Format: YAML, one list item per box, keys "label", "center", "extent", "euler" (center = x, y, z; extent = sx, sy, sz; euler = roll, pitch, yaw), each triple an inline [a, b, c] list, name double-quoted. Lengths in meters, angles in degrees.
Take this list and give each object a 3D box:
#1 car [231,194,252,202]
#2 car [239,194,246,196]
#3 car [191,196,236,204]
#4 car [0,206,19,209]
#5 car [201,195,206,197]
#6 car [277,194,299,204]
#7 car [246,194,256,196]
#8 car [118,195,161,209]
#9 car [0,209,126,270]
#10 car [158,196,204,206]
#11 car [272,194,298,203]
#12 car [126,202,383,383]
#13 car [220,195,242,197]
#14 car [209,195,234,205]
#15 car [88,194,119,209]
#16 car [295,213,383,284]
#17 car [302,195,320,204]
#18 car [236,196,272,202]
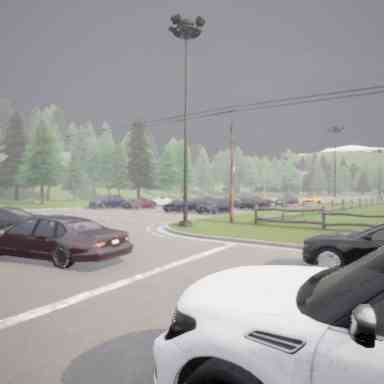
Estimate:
- label: "car"
  center: [10.008, 1.218, 66.712]
  extent: [2.128, 1.511, 4.902]
  euler: [1, 0, 36]
- label: "car"
  center: [10.898, 1.234, 62.001]
  extent: [1.882, 1.535, 5.008]
  euler: [1, 0, 36]
- label: "car"
  center: [2.165, 1.412, 32.297]
  extent: [1.994, 1.385, 4.181]
  euler: [1, 0, 36]
- label: "car"
  center: [-9.166, 1.380, 15.194]
  extent: [4.674, 1.442, 1.812]
  euler: [0, 0, 4]
- label: "car"
  center: [1.813, 1.271, 55.556]
  extent: [2.033, 1.411, 5.357]
  euler: [1, 0, 36]
- label: "car"
  center: [16.916, 1.172, 58.426]
  extent: [2.097, 1.767, 4.553]
  euler: [1, 0, 37]
- label: "car"
  center: [10.204, 1.419, 49.296]
  extent: [1.895, 1.301, 4.718]
  euler: [1, 0, 36]
- label: "car"
  center: [-6.065, 1.318, 38.837]
  extent: [1.994, 1.385, 4.181]
  euler: [1, 0, 36]
- label: "car"
  center: [-4.504, 1.460, 10.610]
  extent: [5.357, 1.411, 2.033]
  euler: [1, 0, 24]
- label: "car"
  center: [-0.962, 1.418, 33.942]
  extent: [1.895, 1.301, 4.718]
  euler: [1, 0, 33]
- label: "car"
  center: [13.440, 1.341, 47.787]
  extent: [2.128, 1.511, 4.902]
  euler: [1, 0, 36]
- label: "car"
  center: [2.298, 1.227, 2.347]
  extent: [5.566, 2.045, 2.150]
  euler: [1, 0, 35]
- label: "car"
  center: [4.214, 1.381, 41.082]
  extent: [1.994, 1.385, 4.181]
  euler: [1, 0, 36]
- label: "car"
  center: [4.823, 1.281, 53.775]
  extent: [1.812, 1.442, 4.674]
  euler: [1, 0, 36]
- label: "car"
  center: [-9.990, 1.074, 39.335]
  extent: [2.097, 1.767, 4.553]
  euler: [1, 0, 35]
- label: "car"
  center: [5.488, 1.474, 8.664]
  extent: [5.008, 1.535, 1.882]
  euler: [0, 0, 35]
- label: "car"
  center: [20.599, 1.329, 57.540]
  extent: [1.882, 1.535, 5.008]
  euler: [1, 1, 37]
- label: "car"
  center: [7.311, 1.450, 39.386]
  extent: [1.895, 1.301, 4.718]
  euler: [1, 0, 36]
